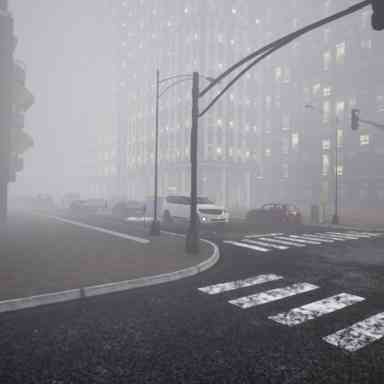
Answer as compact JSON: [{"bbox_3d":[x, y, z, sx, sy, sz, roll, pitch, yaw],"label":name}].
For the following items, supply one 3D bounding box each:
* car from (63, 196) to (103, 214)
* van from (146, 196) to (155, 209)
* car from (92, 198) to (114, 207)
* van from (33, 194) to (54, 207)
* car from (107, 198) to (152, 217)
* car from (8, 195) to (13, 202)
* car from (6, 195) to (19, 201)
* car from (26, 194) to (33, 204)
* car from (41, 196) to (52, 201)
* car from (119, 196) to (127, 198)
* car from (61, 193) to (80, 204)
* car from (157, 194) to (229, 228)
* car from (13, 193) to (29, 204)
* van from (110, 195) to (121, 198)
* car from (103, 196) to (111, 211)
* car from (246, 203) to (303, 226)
[{"bbox_3d":[-10.846,1.427,32.923,2.008,1.369,4.403,1,-1,-35],"label":"car"},{"bbox_3d":[-4.008,1.382,37.772,1.690,1.788,3.998,1,-1,-35],"label":"van"},{"bbox_3d":[-13.815,1.586,51.592,1.947,1.339,4.313,1,-1,-35],"label":"car"},{"bbox_3d":[-20.645,1.197,46.748,1.690,1.788,3.998,1,-1,-35],"label":"van"},{"bbox_3d":[-5.771,1.498,30.252,1.994,1.385,4.181,1,-1,-35],"label":"car"},{"bbox_3d":[-36.987,1.397,69.783,1.947,1.339,4.313,1,-1,-35],"label":"car"},{"bbox_3d":[-40.254,1.378,74.390,2.008,1.369,4.403,1,-1,-35],"label":"car"},{"bbox_3d":[-23.917,1.432,51.353,1.802,1.307,4.206,1,-1,-35],"label":"car"},{"bbox_3d":[-36.689,1.571,83.844,1.802,1.307,4.206,1,-1,-35],"label":"car"},{"bbox_3d":[-7.279,1.584,42.377,2.008,1.369,4.403,1,-1,-35],"label":"car"},{"bbox_3d":[-20.454,1.182,56.317,2.150,2.045,5.566,1,-1,-35],"label":"car"},{"bbox_3d":[0.012,1.170,22.098,2.150,2.045,5.566,1,-1,-35],"label":"car"},{"bbox_3d":[-30.448,1.155,60.570,2.192,1.841,5.009,1,-1,-35],"label":"car"},{"bbox_3d":[-10.543,1.368,46.987,1.690,1.788,3.998,1,-1,-35],"label":"van"},{"bbox_3d":[-11.650,1.468,38.546,2.033,1.411,5.357,1,-1,-35],"label":"car"},{"bbox_3d":[5.794,1.505,23.949,1.967,1.590,4.097,1,-1,-35],"label":"car"}]
